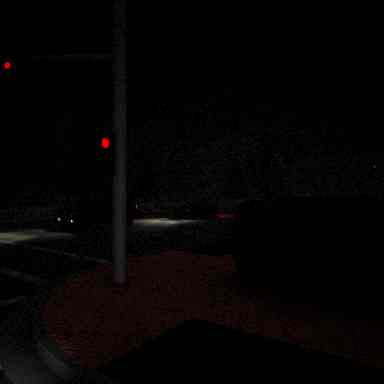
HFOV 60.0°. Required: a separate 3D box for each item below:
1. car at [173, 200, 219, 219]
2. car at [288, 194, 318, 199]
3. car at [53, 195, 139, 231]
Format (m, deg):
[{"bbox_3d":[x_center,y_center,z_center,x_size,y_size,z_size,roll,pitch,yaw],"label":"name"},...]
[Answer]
[{"bbox_3d":[0.404,1.478,29.367,1.882,1.535,5.008,0,0,39],"label":"car"},{"bbox_3d":[10.539,1.221,30.596,2.150,2.045,5.566,0,0,38],"label":"car"},{"bbox_3d":[-5.952,1.221,21.344,2.150,2.045,5.566,0,0,38],"label":"car"}]
